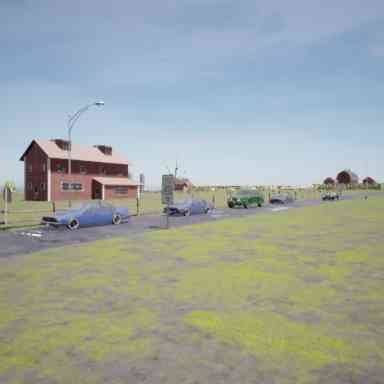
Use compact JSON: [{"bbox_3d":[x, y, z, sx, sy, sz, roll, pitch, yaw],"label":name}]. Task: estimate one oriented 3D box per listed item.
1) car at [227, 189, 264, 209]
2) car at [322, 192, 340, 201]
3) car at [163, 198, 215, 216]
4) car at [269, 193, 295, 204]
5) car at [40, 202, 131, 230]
[{"bbox_3d":[5.996,0.699,36.444,2.150,2.045,5.566,1,1,36],"label":"car"},{"bbox_3d":[22.878,0.728,54.591,1.895,1.301,4.718,1,1,36],"label":"car"},{"bbox_3d":[-0.111,1.179,28.103,2.033,1.411,5.357,1,1,36],"label":"car"},{"bbox_3d":[12.315,0.863,45.031,2.033,1.411,5.357,1,1,37],"label":"car"},{"bbox_3d":[-6.121,1.327,19.930,2.033,1.411,5.357,1,1,38],"label":"car"}]
